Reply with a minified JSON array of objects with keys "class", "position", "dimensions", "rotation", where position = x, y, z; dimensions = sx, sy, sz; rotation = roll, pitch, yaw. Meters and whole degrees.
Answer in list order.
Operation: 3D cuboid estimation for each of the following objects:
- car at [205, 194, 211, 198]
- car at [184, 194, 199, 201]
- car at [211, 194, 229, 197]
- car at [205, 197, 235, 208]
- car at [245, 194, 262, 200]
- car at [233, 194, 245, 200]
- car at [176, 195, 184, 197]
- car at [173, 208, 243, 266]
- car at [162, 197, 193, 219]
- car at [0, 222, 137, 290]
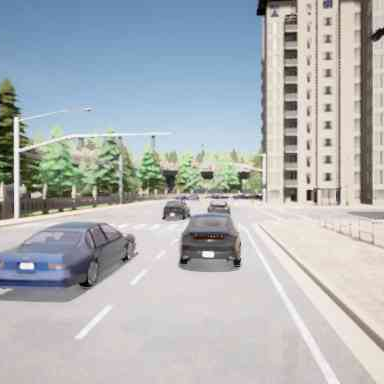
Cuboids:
[{"class":"car","position":[5.438,1.325,92.383],"dimensions":[2.128,1.511,4.902],"rotation":[0,0,40]},{"class":"car","position":[0.204,1.192,75.867],"dimensions":[2.097,1.767,4.553],"rotation":[0,0,13]},{"class":"car","position":[7.849,1.402,89.845],"dimensions":[1.895,1.301,4.718],"rotation":[0,0,40]},{"class":"car","position":[2.234,1.447,27.529],"dimensions":[2.128,1.511,4.902],"rotation":[1,0,6]},{"class":"car","position":[17.254,1.309,88.844],"dimensions":[4.892,1.490,1.837],"rotation":[0,0,-32]},{"class":"car","position":[13.189,1.330,90.120],"dimensions":[4.674,1.442,1.812],"rotation":[0,0,-37]},{"class":"car","position":[-2.652,1.371,78.606],"dimensions":[2.033,1.411,5.357],"rotation":[0,0,17]},{"class":"car","position":[0.692,1.477,11.473],"dimensions":[1.837,1.490,4.892],"rotation":[0,-1,6]},{"class":"car","position":[-1.253,1.447,27.901],"dimensions":[1.837,1.490,4.892],"rotation":[0,1,6]},{"class":"car","position":[-3.061,1.528,9.182],"dimensions":[2.033,1.411,5.357],"rotation":[0,0,6]}]
